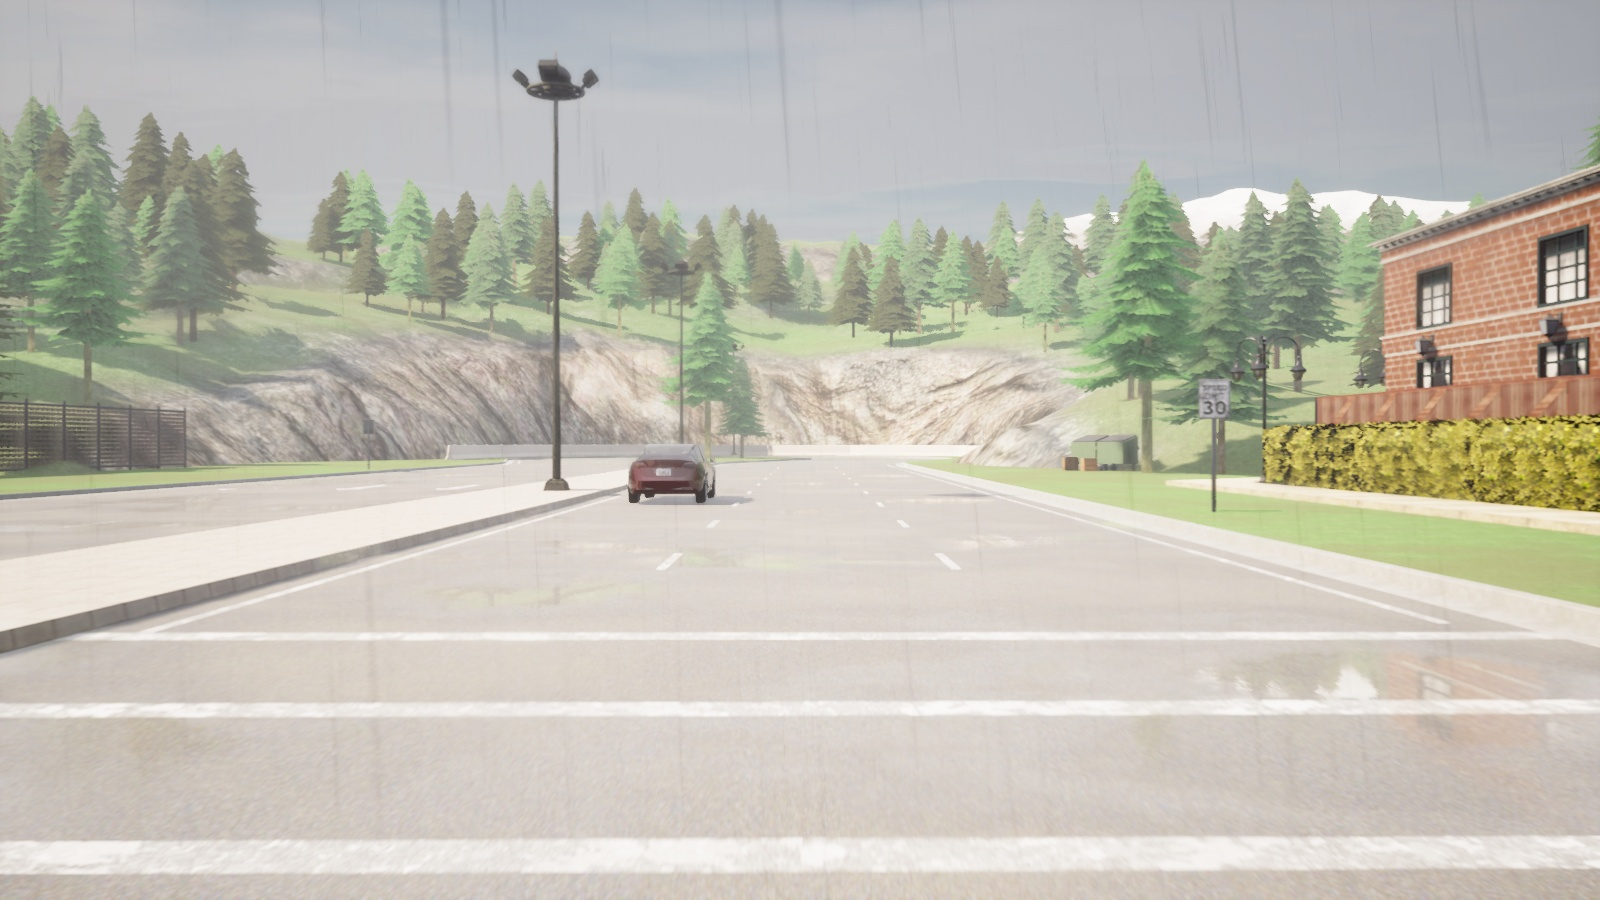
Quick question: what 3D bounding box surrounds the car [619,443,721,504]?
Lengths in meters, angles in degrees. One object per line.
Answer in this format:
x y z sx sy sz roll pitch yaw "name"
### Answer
-3.298 0.559 32.840 2.163 1.488 4.792 0 0 0 "car"
